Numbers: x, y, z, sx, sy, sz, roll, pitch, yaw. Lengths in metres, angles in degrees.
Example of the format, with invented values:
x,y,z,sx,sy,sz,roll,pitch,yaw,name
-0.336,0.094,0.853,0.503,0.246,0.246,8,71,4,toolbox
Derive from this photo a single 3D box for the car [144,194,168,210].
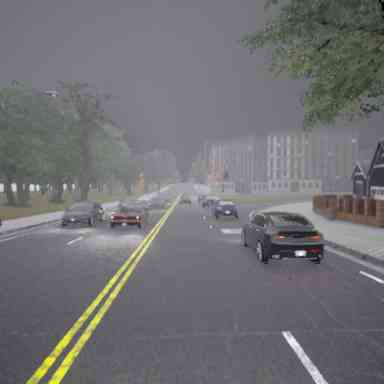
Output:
x,y,z,sx,sy,sz,roll,pitch,yaw,name
-4.226,1.300,39.988,1.837,1.490,4.892,0,0,-1,car

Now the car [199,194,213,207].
x,y,z,sx,sy,sz,roll,pitch,yaw,name
2.274,1.294,44.703,1.812,1.442,4.674,0,0,-1,car

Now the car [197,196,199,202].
x,y,z,sx,sy,sz,roll,pitch,yaw,name
2.014,1.132,61.751,2.128,1.511,4.902,0,1,-1,car

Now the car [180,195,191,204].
x,y,z,sx,sy,sz,roll,pitch,yaw,name
-1.098,1.247,55.260,2.033,1.411,5.357,0,0,-1,car

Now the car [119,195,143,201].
x,y,z,sx,sy,sz,roll,pitch,yaw,name
-7.468,1.289,39.574,2.128,1.511,4.902,0,0,-1,car

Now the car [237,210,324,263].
x,y,z,sx,sy,sz,roll,pitch,yaw,name
2.972,1.446,11.678,1.837,1.490,4.892,0,0,-1,car

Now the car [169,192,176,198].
x,y,z,sx,sy,sz,roll,pitch,yaw,name
-5.136,0.760,87.803,1.882,1.535,5.008,0,1,-1,car

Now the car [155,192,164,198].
x,y,z,sx,sy,sz,roll,pitch,yaw,name
-8.356,0.807,86.343,1.837,1.490,4.892,0,1,-1,car

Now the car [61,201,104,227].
x,y,z,sx,sy,sz,roll,pitch,yaw,name
-7.099,1.396,22.073,1.837,1.490,4.892,0,0,-1,car

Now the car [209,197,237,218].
x,y,z,sx,sy,sz,roll,pitch,yaw,name
2.727,1.387,28.192,1.812,1.442,4.674,0,0,-1,car

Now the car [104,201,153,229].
x,y,z,sx,sy,sz,roll,pitch,yaw,name
-3.823,1.497,20.847,1.895,1.301,4.718,0,0,-1,car

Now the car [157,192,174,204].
x,y,z,sx,sy,sz,roll,pitch,yaw,name
-4.567,1.193,57.060,1.837,1.490,4.892,0,0,-1,car

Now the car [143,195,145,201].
x,y,z,sx,sy,sz,roll,pitch,yaw,name
-7.798,1.222,55.980,1.812,1.442,4.674,0,0,-1,car

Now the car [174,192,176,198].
x,y,z,sx,sy,sz,roll,pitch,yaw,name
-4.811,1.019,72.386,1.837,1.490,4.892,0,1,-1,car
